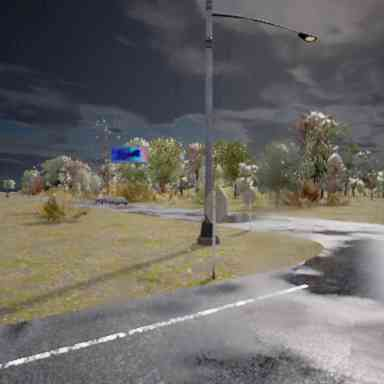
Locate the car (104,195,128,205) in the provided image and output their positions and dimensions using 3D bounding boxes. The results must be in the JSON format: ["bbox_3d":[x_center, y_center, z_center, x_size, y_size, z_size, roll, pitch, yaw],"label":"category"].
[{"bbox_3d":[-12.254,1.457,55.007,2.033,1.411,5.357,0,0,-33],"label":"car"}]

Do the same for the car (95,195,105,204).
[{"bbox_3d":[-16.224,1.249,60.900,2.097,1.767,4.553,0,0,-34],"label":"car"}]
